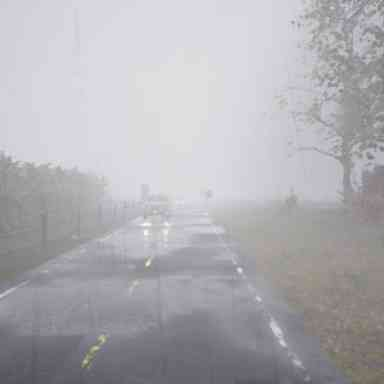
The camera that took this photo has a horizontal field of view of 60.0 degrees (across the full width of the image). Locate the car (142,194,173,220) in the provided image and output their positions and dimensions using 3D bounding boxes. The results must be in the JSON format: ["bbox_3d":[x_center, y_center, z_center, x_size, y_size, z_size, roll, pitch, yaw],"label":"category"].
[{"bbox_3d":[-2.829,1.189,28.360,2.150,2.045,5.566,0,0,0],"label":"car"}]

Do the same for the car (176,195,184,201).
[{"bbox_3d":[-2.763,1.395,78.381,1.895,1.301,4.718,0,0,0],"label":"car"}]
